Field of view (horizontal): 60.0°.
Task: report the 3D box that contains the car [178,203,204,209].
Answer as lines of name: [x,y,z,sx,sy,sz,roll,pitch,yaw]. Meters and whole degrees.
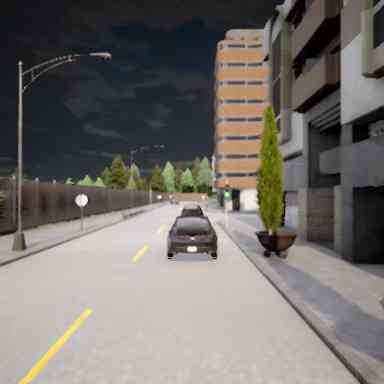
car: [0.039,1.803,29.089,1.882,1.535,5.008,0,-1,1]

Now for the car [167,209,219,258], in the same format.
car: [0.021,1.659,13.490,1.837,1.490,4.892,0,0,0]

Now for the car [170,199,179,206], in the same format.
car: [-3.956,2.379,76.777,1.812,1.442,4.674,0,-1,0]
